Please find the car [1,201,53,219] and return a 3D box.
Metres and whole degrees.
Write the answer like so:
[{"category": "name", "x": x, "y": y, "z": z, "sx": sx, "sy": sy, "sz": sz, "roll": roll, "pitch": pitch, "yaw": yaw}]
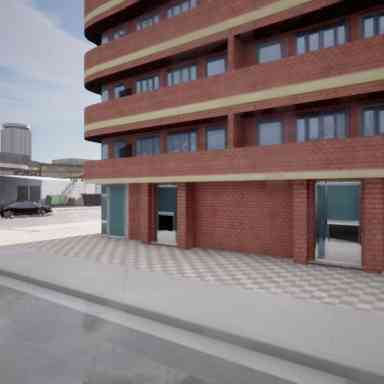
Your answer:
[{"category": "car", "x": -15.149, "y": 1.545, "z": 29.535, "sx": 2.033, "sy": 1.411, "sz": 5.357, "roll": 0, "pitch": 0, "yaw": 34}]
